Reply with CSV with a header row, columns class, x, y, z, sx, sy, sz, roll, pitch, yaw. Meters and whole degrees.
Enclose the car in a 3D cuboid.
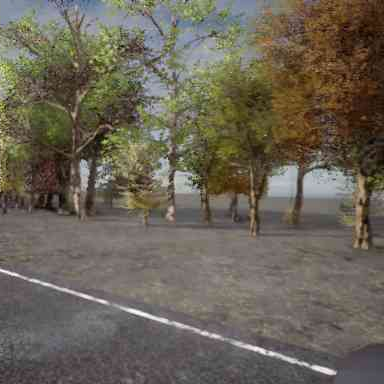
class,x,y,z,sx,sy,sz,roll,pitch,yaw
car,3.332,1.604,1.349,5.357,1.411,2.033,1,-1,36
